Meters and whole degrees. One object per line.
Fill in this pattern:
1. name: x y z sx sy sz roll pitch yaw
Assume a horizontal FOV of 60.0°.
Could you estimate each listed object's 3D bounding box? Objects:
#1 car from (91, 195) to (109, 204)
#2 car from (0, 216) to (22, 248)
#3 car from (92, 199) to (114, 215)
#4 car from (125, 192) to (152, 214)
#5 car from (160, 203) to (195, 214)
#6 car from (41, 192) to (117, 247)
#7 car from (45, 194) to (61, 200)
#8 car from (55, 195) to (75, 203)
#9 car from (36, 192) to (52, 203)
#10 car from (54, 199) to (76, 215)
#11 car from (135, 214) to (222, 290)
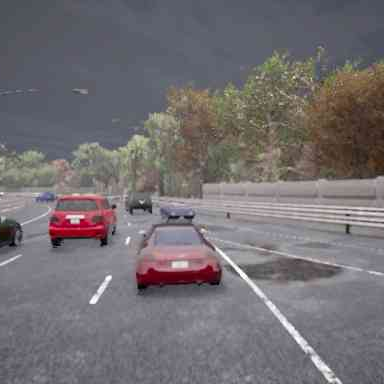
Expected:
1. car: -15.786 1.236 56.649 1.837 1.490 4.892 0 -1 -29
2. car: -7.809 1.308 11.736 2.097 1.767 4.553 0 0 -7
3. car: -8.915 1.445 33.103 1.895 1.301 4.718 0 0 -18
4. car: -5.447 1.055 33.490 2.150 2.045 5.566 0 0 -17
5. car: -1.182 1.471 24.563 1.895 1.301 4.718 0 0 -13
6. car: -4.665 1.153 14.868 2.150 2.045 5.566 0 0 -8
7. car: -33.346 1.210 79.540 4.181 1.385 1.994 0 0 44
8. car: -24.295 1.271 63.535 2.033 1.411 5.357 0 0 -38
9. car: -27.148 0.961 61.503 2.150 2.045 5.566 0 0 -38
10. car: -12.716 1.453 33.432 1.895 1.301 4.718 0 0 -19
11. car: -0.492 1.512 9.043 1.994 1.385 4.181 -1 0 -7
